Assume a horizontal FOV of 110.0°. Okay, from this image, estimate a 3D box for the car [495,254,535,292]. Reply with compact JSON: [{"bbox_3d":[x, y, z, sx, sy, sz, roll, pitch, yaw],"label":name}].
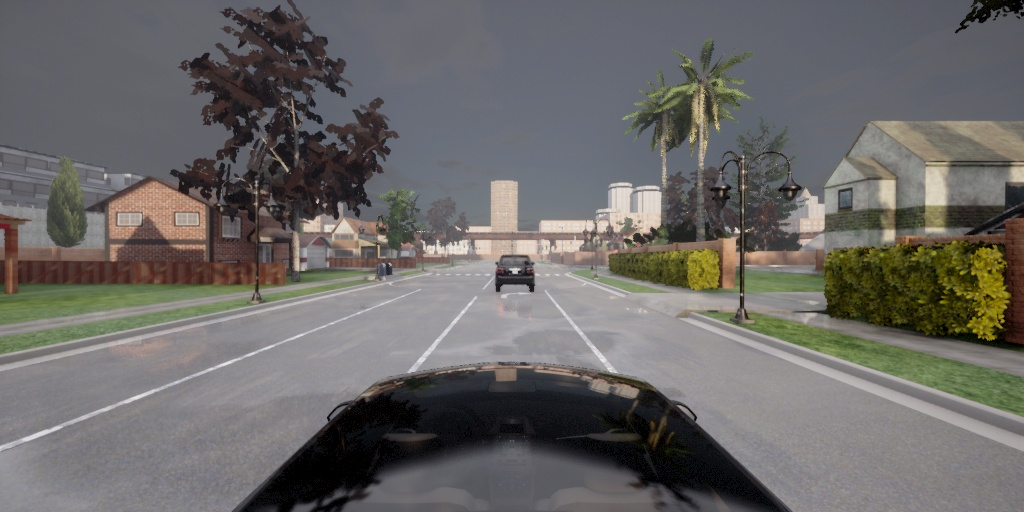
[{"bbox_3d":[0.182,0.925,21.342,2.150,2.045,5.566,0,0,0],"label":"car"}]
